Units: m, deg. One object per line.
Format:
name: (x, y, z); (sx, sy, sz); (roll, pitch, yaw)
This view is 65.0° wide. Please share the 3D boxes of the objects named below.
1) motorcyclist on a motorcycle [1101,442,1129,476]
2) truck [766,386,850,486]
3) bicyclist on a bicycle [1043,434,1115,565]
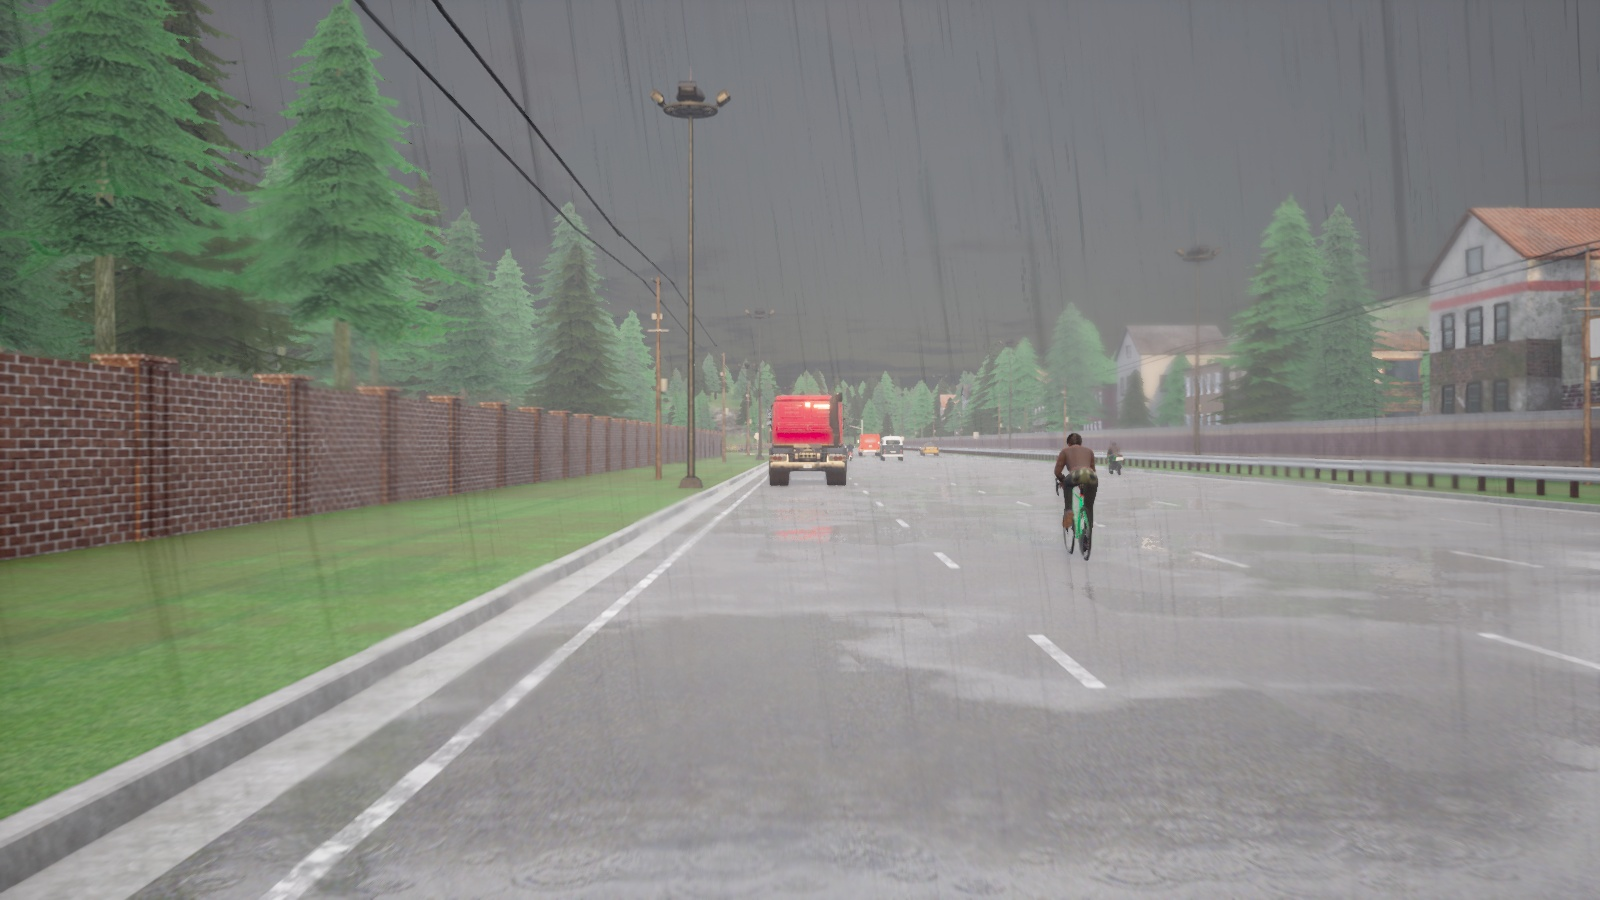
motorcyclist on a motorcycle: (14.343, 0.418, 57.244); (0.797, 1.523, 2.044); (0, 0, 0)
truck: (0.286, -0.502, 47.290); (2.891, 3.462, 7.936); (0, 0, 0)
bicyclist on a bicycle: (3.609, 0.610, 16.367); (0.582, 1.620, 1.656); (0, 0, 0)
